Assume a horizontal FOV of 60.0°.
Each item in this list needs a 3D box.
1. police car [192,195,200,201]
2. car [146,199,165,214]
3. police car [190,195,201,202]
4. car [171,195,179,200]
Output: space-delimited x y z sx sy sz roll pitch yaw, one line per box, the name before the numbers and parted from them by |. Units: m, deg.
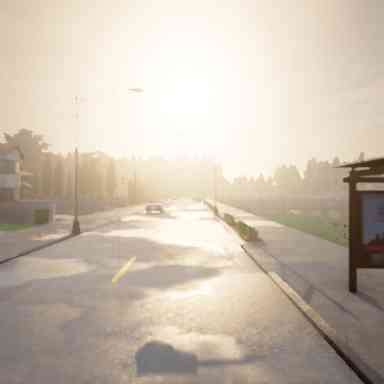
police car | 1.150 1.640 92.841 1.930 1.638 5.238 -4 0 0
car | -4.087 1.600 37.697 2.128 1.511 4.902 0 0 0
police car | 1.166 1.638 82.848 1.930 1.638 5.238 -2 -1 0
car | -3.995 1.517 79.739 1.812 1.442 4.674 0 0 0
